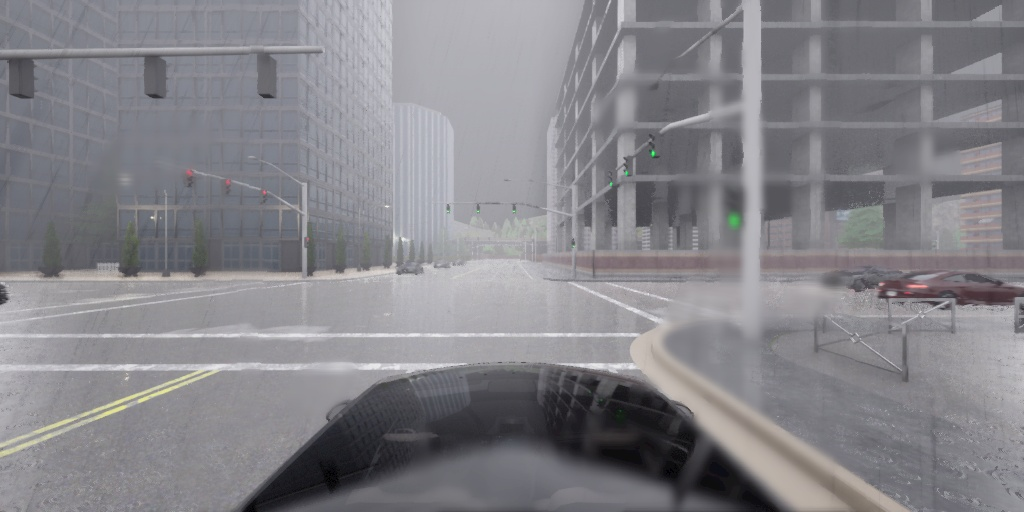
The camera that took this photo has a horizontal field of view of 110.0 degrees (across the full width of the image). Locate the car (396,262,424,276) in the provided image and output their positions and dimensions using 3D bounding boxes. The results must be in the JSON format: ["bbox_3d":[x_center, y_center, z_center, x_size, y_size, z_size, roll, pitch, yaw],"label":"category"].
[{"bbox_3d":[-10.595,1.313,37.520,1.994,1.385,4.181,0,0,0],"label":"car"}]

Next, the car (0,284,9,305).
[{"bbox_3d":[-21.471,1.221,12.909,5.008,1.535,1.882,1,0,0],"label":"car"}]

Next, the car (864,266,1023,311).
[{"bbox_3d":[16.463,1.241,13.382,4.674,1.442,1.812,0,0,0],"label":"car"}]

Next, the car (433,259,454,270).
[{"bbox_3d":[-10.585,1.241,54.318,2.128,1.511,4.902,0,0,0],"label":"car"}]

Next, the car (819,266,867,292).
[{"bbox_3d":[20.198,1.258,20.484,4.181,1.385,1.994,0,0,0],"label":"car"}]
